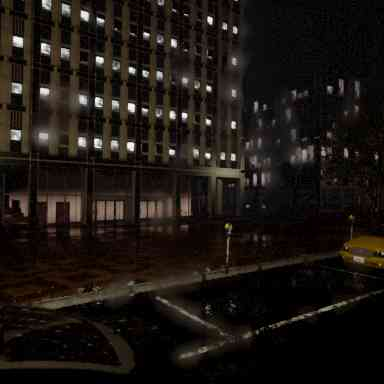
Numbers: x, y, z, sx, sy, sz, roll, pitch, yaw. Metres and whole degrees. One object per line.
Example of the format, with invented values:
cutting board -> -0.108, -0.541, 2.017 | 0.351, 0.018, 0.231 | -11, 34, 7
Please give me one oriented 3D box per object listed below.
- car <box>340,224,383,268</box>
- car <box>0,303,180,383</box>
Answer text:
car -> 6.608, 1.533, 10.489 | 4.829, 1.417, 1.752 | 0, 1, -34
car -> -2.230, 1.504, 1.423 | 4.892, 1.490, 1.837 | 0, 0, -35
